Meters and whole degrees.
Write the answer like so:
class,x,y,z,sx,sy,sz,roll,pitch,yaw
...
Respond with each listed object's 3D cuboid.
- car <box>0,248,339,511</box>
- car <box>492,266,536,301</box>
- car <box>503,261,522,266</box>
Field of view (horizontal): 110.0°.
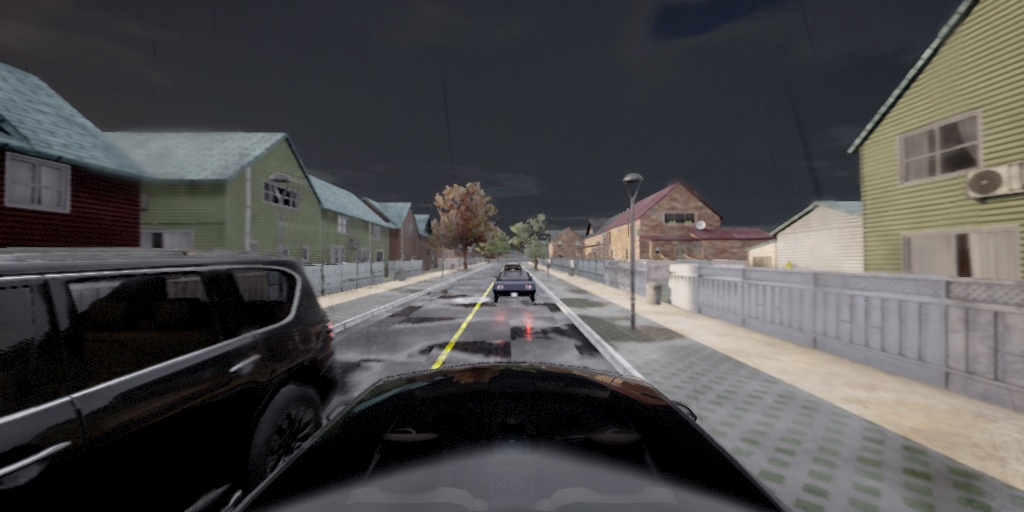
class,x,y,z,sx,sy,sz,roll,pitch,yaw
car,-2.850,0.971,1.431,2.150,2.045,5.566,0,0,0
car,0.099,1.354,17.399,1.895,1.301,4.718,0,0,0
car,0.096,1.243,39.055,1.882,1.535,5.008,0,0,0
